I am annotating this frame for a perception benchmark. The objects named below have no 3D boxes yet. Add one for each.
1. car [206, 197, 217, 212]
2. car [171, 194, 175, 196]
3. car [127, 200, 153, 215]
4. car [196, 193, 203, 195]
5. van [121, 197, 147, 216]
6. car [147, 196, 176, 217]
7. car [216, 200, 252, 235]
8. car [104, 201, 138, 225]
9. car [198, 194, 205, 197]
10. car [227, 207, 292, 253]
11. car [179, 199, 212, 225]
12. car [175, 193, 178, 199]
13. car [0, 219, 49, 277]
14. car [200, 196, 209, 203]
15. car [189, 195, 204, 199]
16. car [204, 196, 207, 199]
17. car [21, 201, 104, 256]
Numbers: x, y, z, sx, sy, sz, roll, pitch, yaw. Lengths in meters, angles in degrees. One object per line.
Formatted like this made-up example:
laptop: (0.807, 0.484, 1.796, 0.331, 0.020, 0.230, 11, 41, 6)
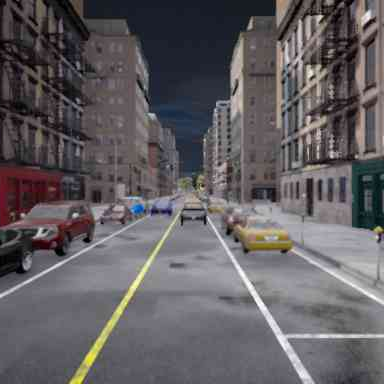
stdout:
car: (2.655, 1.532, 35.130, 1.752, 1.417, 4.829, 0, 0, 0)
car: (-5.365, 1.538, 72.755, 1.752, 1.417, 4.829, 0, 0, 0)
car: (-5.379, 1.557, 34.961, 2.008, 1.369, 4.403, 0, 0, 0)
car: (2.666, 1.454, 89.969, 1.967, 1.590, 4.097, 0, 0, 0)
van: (-5.382, 1.346, 29.555, 1.690, 1.788, 3.998, 0, 0, 0)
car: (-2.824, 1.483, 31.943, 1.882, 1.535, 5.008, 0, 0, 0)
car: (2.665, 1.443, 18.741, 1.967, 1.590, 4.097, 0, 0, 0)
car: (-5.385, 1.586, 24.149, 1.802, 1.307, 4.206, 0, 0, 0)
car: (2.658, 1.564, 67.242, 2.008, 1.369, 4.403, 0, 0, 0)
car: (2.668, 1.528, 13.505, 1.752, 1.417, 4.829, 0, 0, 0)
car: (0.108, 1.497, 24.282, 2.128, 1.511, 4.902, 0, 0, 0)
car: (-5.361, 1.579, 84.287, 1.947, 1.339, 4.313, 0, 0, 0)
car: (-5.395, 1.567, 7.930, 1.947, 1.339, 4.313, 0, 0, 0)
car: (2.660, 1.595, 72.923, 1.802, 1.307, 4.206, 0, 0, 0)
car: (0.123, 1.485, 40.055, 1.882, 1.535, 5.008, 0, 0, 1)
car: (2.652, 1.558, 40.366, 2.008, 1.369, 4.403, 0, 0, 0)
car: (-5.392, 1.317, 13.336, 2.192, 1.841, 5.009, 0, 0, 0)
